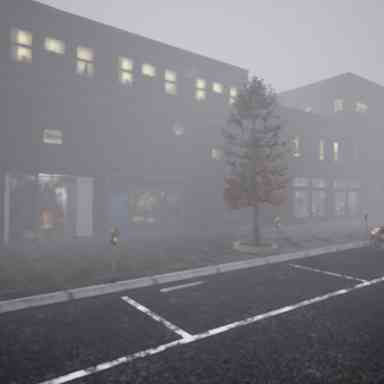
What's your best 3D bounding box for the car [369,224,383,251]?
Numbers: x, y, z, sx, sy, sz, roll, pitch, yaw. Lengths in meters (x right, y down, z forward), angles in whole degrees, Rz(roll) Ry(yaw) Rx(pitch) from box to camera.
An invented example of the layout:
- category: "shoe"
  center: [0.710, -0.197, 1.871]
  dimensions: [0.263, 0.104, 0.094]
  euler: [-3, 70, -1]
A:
- category: "car"
  center: [8.522, 1.445, 12.624]
  dimensions: [4.097, 1.590, 1.967]
  euler: [0, 1, -35]
